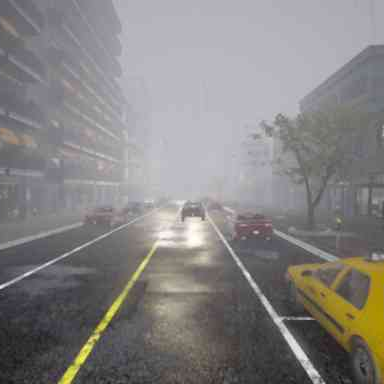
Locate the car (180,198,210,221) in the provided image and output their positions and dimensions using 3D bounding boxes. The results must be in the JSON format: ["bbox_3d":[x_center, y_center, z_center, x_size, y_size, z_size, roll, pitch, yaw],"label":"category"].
[{"bbox_3d":[0.091,1.497,27.381,2.128,1.511,4.902,0,0,0],"label":"car"}]

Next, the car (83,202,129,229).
[{"bbox_3d":[-5.708,1.549,21.781,1.887,1.381,4.507,-1,0,0],"label":"car"}]

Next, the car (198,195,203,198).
[{"bbox_3d":[0.082,1.501,46.196,2.128,1.511,4.902,0,0,0],"label":"car"}]

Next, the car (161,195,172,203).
[{"bbox_3d":[-5.726,1.583,67.200,1.947,1.339,4.313,-1,0,0],"label":"car"}]

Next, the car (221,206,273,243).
[{"bbox_3d":[2.674,1.547,16.077,1.887,1.381,4.507,-1,0,0],"label":"car"}]

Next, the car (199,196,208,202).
[{"bbox_3d":[2.651,1.565,78.529,1.887,1.381,4.507,-1,0,0],"label":"car"}]

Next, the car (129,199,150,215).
[{"bbox_3d":[-5.712,1.572,33.136,1.947,1.339,4.313,-1,0,0],"label":"car"}]

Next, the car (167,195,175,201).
[{"bbox_3d":[-5.733,1.591,89.911,1.947,1.339,4.313,-1,0,0],"label":"car"}]

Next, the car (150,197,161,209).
[{"bbox_3d":[-5.717,1.560,44.490,2.008,1.369,4.403,-1,0,0],"label":"car"}]

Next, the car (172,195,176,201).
[{"bbox_3d":[-5.731,1.605,84.233,1.802,1.307,4.206,-1,0,0],"label":"car"}]

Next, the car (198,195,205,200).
[{"bbox_3d":[2.645,1.592,95.562,1.947,1.339,4.313,-1,0,0],"label":"car"}]

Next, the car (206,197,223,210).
[{"bbox_3d":[2.666,1.590,38.788,1.802,1.307,4.206,-1,0,0],"label":"car"}]

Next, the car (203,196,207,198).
[{"bbox_3d":[2.658,1.581,61.497,1.947,1.339,4.313,-1,0,0],"label":"car"}]

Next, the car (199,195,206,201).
[{"bbox_3d":[2.649,1.548,84.377,1.752,1.417,4.829,-1,0,0],"label":"car"}]

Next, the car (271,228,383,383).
[{"bbox_3d":[2.678,1.526,4.893,1.752,1.417,4.829,-1,0,0],"label":"car"}]

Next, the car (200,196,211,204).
[{"bbox_3d":[2.656,1.568,67.174,2.008,1.369,4.403,-1,0,0],"label":"car"}]
